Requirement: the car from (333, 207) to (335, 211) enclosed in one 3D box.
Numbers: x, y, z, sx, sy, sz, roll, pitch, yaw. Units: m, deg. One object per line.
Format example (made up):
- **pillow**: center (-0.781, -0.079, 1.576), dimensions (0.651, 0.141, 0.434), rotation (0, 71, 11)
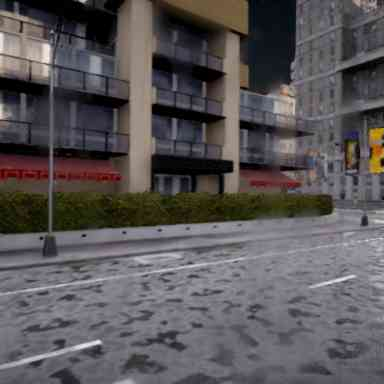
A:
- **car**: center (16.393, 1.921, 44.696), dimensions (2.033, 1.411, 5.357), rotation (1, 0, -35)
